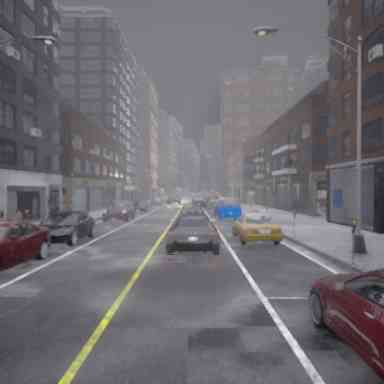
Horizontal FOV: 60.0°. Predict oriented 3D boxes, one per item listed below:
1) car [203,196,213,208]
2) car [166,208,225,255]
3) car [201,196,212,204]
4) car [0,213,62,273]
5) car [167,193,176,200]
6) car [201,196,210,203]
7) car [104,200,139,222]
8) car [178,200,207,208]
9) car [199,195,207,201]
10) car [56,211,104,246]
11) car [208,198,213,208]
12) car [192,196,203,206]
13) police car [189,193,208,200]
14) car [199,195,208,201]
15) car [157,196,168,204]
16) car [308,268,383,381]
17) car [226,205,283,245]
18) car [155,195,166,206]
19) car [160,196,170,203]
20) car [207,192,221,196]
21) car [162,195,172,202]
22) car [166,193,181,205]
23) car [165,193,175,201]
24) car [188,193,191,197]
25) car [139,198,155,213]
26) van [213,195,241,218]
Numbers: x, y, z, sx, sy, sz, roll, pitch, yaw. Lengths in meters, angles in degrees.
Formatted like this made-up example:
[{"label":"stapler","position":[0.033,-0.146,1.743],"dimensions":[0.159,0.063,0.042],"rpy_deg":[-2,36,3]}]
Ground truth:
[{"label":"car","position":[2.843,1.538,42.673],"dimensions":[2.008,1.369,4.403],"rpy_deg":[-1,0,0]},{"label":"car","position":[0.048,1.559,13.331],"dimensions":[1.994,1.385,4.181],"rpy_deg":[0,0,0]},{"label":"car","position":[2.840,1.545,64.699],"dimensions":[1.947,1.339,4.313],"rpy_deg":[-1,0,0]},{"label":"car","position":[-5.677,1.541,9.608],"dimensions":[1.887,1.381,4.507],"rpy_deg":[-1,0,0]},{"label":"car","position":[-5.691,1.269,92.223],"dimensions":[2.192,1.841,5.009],"rpy_deg":[-1,0,0]},{"label":"car","position":[2.840,1.501,70.375],"dimensions":[1.752,1.417,4.829],"rpy_deg":[-1,0,0]},{"label":"car","position":[-5.681,1.431,26.130],"dimensions":[1.967,1.590,4.097],"rpy_deg":[-1,0,0]},{"label":"car","position":[0.035,1.591,27.382],"dimensions":[1.895,1.301,4.718],"rpy_deg":[0,0,0]},{"label":"car","position":[2.838,1.526,86.724],"dimensions":[1.947,1.339,4.313],"rpy_deg":[-1,0,0]},{"label":"car","position":[-5.678,1.560,15.115],"dimensions":[1.947,1.339,4.313],"rpy_deg":[-1,0,0]},{"label":"car","position":[2.845,1.540,31.662],"dimensions":[2.008,1.369,4.403],"rpy_deg":[-1,0,0]},{"label":"car","position":[0.890,1.461,57.353],"dimensions":[1.882,1.535,5.008],"rpy_deg":[0,0,0]},{"label":"police car","position":[0.892,1.411,47.463],"dimensions":[1.930,1.638,5.238],"rpy_deg":[0,0,0]},{"label":"car","position":[2.839,1.532,81.217],"dimensions":[1.947,1.339,4.313],"rpy_deg":[-1,0,0]},{"label":"car","position":[-5.685,1.562,64.684],"dimensions":[1.802,1.307,4.206],"rpy_deg":[-1,0,0]},{"label":"car","position":[2.850,1.580,4.131],"dimensions":[1.802,1.307,4.206],"rpy_deg":[-1,0,0]},{"label":"car","position":[2.847,1.519,15.313],"dimensions":[1.752,1.417,4.829],"rpy_deg":[-1,0,0]},{"label":"car","position":[-5.683,1.567,53.669],"dimensions":[1.802,1.307,4.206],"rpy_deg":[-1,0,0]},{"label":"car","position":[-5.685,1.558,70.192],"dimensions":[1.802,1.307,4.206],"rpy_deg":[-1,0,0]},{"label":"car","position":[2.840,1.301,48.180],"dimensions":[2.192,1.841,5.009],"rpy_deg":[-1,0,0]},{"label":"car","position":[-5.687,1.412,75.700],"dimensions":[1.967,1.590,4.097],"rpy_deg":[-1,0,0]},{"label":"car","position":[-3.063,1.204,58.094],"dimensions":[2.150,2.045,5.566],"rpy_deg":[0,0,1]},{"label":"car","position":[-5.690,1.276,86.716],"dimensions":[2.192,1.841,5.009],"rpy_deg":[-1,0,0]},{"label":"car","position":[0.830,1.332,63.323],"dimensions":[2.097,1.767,4.553],"rpy_deg":[0,0,0]},{"label":"car","position":[-5.681,1.554,37.146],"dimensions":[1.947,1.339,4.313],"rpy_deg":[-1,0,0]},{"label":"van","position":[2.844,1.332,26.155],"dimensions":[1.690,1.788,3.998],"rpy_deg":[-1,0,0]}]
